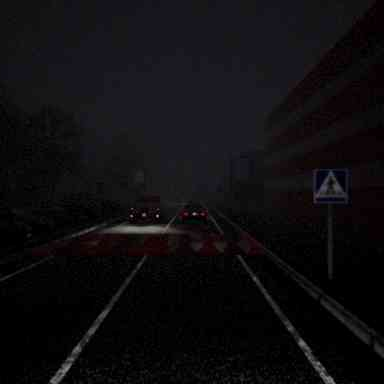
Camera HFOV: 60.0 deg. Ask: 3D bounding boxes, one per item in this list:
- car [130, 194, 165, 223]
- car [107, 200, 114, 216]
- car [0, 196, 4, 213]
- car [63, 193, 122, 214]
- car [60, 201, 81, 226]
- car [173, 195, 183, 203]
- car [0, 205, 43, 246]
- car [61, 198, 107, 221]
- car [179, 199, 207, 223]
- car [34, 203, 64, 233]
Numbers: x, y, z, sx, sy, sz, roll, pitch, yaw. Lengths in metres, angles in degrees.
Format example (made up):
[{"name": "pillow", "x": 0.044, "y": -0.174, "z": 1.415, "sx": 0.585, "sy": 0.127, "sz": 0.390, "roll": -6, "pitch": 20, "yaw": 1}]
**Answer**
[{"name": "car", "x": -3.284, "y": 1.214, "z": 25.629, "sx": 2.150, "sy": 2.045, "sz": 5.566, "roll": 0, "pitch": 0, "yaw": 0}, {"name": "car", "x": -9.474, "y": 1.445, "z": 28.369, "sx": 4.674, "sy": 1.452, "sz": 2.002, "roll": 0, "pitch": 0, "yaw": 0}, {"name": "car", "x": -22.010, "y": 1.254, "z": 33.884, "sx": 4.553, "sy": 1.767, "sz": 2.185, "roll": 0, "pitch": -1, "yaw": 0}, {"name": "car", "x": -9.460, "y": 1.146, "z": 31.193, "sx": 5.566, "sy": 2.045, "sz": 2.435, "roll": 0, "pitch": 0, "yaw": 0}, {"name": "car", "x": -9.438, "y": 1.464, "z": 19.891, "sx": 4.674, "sy": 1.452, "sz": 2.002, "roll": 0, "pitch": 0, "yaw": 0}, {"name": "car", "x": -2.788, "y": 1.328, "z": 67.717, "sx": 1.812, "sy": 1.442, "sz": 4.674, "roll": 0, "pitch": 0, "yaw": 1}, {"name": "car", "x": -9.388, "y": 1.463, "z": 14.239, "sx": 4.792, "sy": 1.488, "sz": 2.163, "roll": 0, "pitch": 0, "yaw": 0}, {"name": "car", "x": -9.459, "y": 1.413, "z": 25.541, "sx": 5.008, "sy": 1.535, "sz": 2.097, "roll": 0, "pitch": 0, "yaw": 0}, {"name": "car", "x": 0.165, "y": 1.540, "z": 25.273, "sx": 2.033, "sy": 1.411, "sz": 5.357, "roll": 0, "pitch": 0, "yaw": 0}, {"name": "car", "x": -9.432, "y": 1.469, "z": 17.065, "sx": 4.674, "sy": 1.452, "sz": 2.002, "roll": 0, "pitch": 0, "yaw": 0}]
